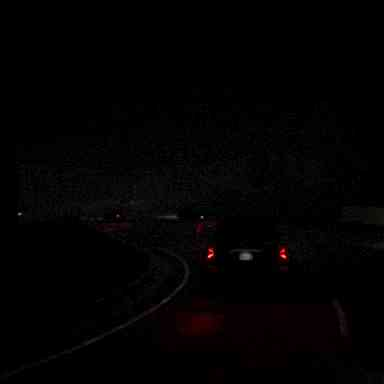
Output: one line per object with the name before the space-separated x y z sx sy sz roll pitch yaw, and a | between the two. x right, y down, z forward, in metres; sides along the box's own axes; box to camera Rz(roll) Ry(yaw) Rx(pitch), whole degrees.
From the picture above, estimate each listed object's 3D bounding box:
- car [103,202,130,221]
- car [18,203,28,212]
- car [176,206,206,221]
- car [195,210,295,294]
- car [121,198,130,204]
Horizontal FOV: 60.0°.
car | -7.558 2.035 32.568 1.812 1.442 4.674 -1 -1 -20
car | -29.413 2.610 56.683 2.128 1.511 4.902 -1 -1 -13
car | 0.063 1.994 32.004 1.895 1.301 4.718 -1 -1 -23
car | 1.511 1.450 9.316 2.097 1.767 4.553 -1 -1 9
car | -17.171 2.515 85.590 2.150 2.045 5.566 -1 -1 -13
